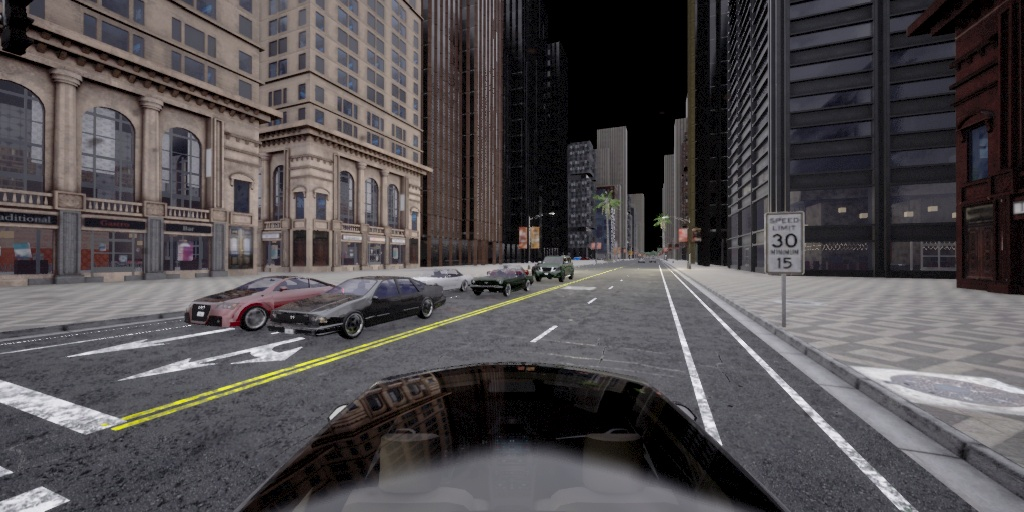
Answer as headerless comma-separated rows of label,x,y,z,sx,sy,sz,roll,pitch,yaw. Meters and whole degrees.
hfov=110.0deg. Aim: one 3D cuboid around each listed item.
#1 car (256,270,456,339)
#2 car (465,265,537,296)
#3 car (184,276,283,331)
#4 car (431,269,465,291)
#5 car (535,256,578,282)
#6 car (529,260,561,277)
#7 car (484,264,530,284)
car,-4.005,1.299,10.509,2.033,1.411,5.357,0,0,22
car,-0.420,1.357,19.402,1.895,1.301,4.718,0,0,22
car,-7.274,1.315,11.083,1.994,1.385,4.181,0,0,22
car,-4.003,1.356,19.211,1.895,1.301,4.718,0,0,22
car,3.582,0.986,29.322,2.150,2.045,5.566,0,0,22
car,3.574,1.250,37.901,1.882,1.535,5.008,0,0,22
car,-0.278,1.364,28.449,1.895,1.301,4.718,0,0,22
